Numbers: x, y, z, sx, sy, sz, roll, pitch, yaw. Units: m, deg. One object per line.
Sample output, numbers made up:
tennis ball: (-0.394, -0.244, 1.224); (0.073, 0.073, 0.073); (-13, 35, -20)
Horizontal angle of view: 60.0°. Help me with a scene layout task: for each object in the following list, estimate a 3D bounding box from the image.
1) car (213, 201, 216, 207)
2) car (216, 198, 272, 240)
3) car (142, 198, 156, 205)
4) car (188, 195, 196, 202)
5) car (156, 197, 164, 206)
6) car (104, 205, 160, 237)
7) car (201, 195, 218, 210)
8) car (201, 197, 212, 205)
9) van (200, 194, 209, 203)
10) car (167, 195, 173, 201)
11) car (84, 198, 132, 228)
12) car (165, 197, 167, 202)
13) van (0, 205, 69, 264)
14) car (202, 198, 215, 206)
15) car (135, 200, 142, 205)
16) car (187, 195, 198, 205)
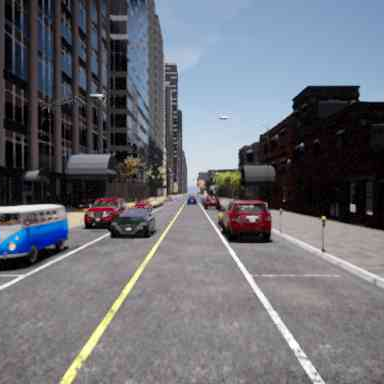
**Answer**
car: (2.680, 1.560, 22.791); (1.752, 1.417, 4.829); (-1, 0, 0)
car: (2.676, 1.341, 17.087); (2.192, 1.841, 5.009); (-1, 0, 0)
car: (-5.699, 1.603, 39.236); (1.887, 1.381, 4.507); (-1, 0, 0)
car: (0.004, 1.416, 72.898); (1.882, 1.535, 5.008); (0, 0, 0)
car: (-5.699, 1.600, 50.136); (1.752, 1.417, 4.829); (-1, 0, 0)
car: (-3.053, 1.592, 17.989); (1.994, 1.385, 4.181); (0, 0, 0)
car: (2.678, 1.382, 44.760); (2.192, 1.841, 5.009); (-1, 0, 0)
car: (2.683, 1.674, 61.363); (1.802, 1.307, 4.206); (-1, 0, 0)
van: (2.679, 1.450, 72.432); (1.690, 1.788, 3.998); (-1, 0, 0)
car: (-5.699, 1.565, 83.516); (1.967, 1.590, 4.097); (-1, 0, 0)
car: (-5.703, 1.349, 22.632); (2.192, 1.841, 5.009); (-1, 0, 0)
car: (-5.699, 1.608, 55.671); (1.752, 1.417, 4.829); (-1, 0, 0)
van: (-5.704, 1.359, 11.563); (1.690, 1.788, 3.998); (-1, 0, 0)
car: (2.682, 1.650, 55.828); (1.947, 1.339, 4.313); (-1, 0, 0)
car: (-5.700, 1.567, 27.997); (1.752, 1.417, 4.829); (-1, 0, 0)
car: (0.004, 1.571, 62.614); (1.882, 1.535, 5.008); (0, 0, 0)
